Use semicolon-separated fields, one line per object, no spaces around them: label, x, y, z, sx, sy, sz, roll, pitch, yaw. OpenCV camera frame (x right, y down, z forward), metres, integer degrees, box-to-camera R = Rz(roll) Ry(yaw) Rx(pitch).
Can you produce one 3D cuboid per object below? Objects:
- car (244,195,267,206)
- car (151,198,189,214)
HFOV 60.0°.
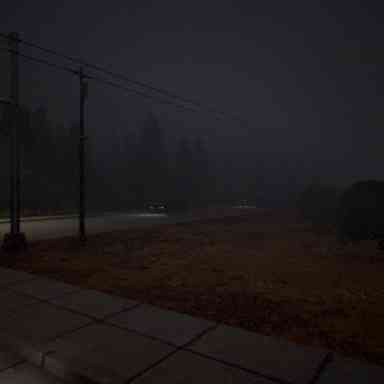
car;9.816;1.226;51.128;2.097;1.767;4.553;0;0;37
car;-2.276;1.465;34.992;1.837;1.490;4.892;0;0;37
